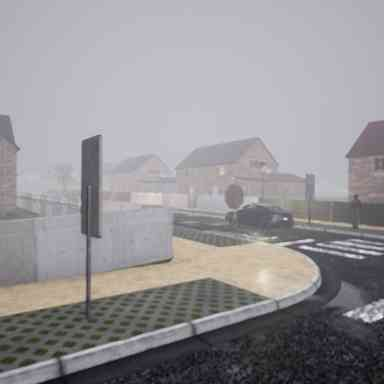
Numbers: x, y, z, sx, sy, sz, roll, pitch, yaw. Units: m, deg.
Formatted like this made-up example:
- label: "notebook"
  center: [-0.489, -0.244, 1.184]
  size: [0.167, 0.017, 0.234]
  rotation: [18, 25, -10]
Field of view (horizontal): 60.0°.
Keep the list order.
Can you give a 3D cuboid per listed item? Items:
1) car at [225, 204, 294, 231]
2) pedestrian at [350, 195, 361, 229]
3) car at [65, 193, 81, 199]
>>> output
- label: "car"
  center: [3.792, 1.354, 19.223]
  size: [1.994, 1.385, 4.181]
  rotation: [1, 1, -35]
- label: "pedestrian"
  center: [8.619, 1.035, 17.593]
  size: [0.375, 1.860, 0.375]
  rotation: [2, -1, -36]
- label: "car"
  center: [-16.863, 0.802, 48.021]
  size: [1.895, 1.301, 4.718]
  rotation: [1, 0, -36]
